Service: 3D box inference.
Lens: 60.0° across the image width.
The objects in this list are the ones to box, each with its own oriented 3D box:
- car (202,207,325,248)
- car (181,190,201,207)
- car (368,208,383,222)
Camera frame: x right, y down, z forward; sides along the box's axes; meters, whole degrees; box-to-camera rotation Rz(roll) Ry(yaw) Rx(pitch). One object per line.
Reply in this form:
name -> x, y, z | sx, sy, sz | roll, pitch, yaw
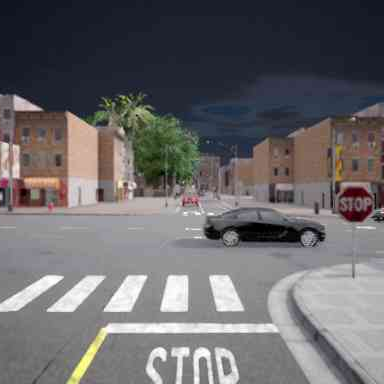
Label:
car -> 2.919, 1.384, 13.814 | 5.008, 1.535, 1.882 | 1, 1, 0
car -> -0.232, 0.843, 44.239 | 2.150, 2.045, 5.566 | 0, 1, 0
car -> 15.210, 1.469, 23.742 | 4.892, 1.490, 1.837 | 1, 1, 0
